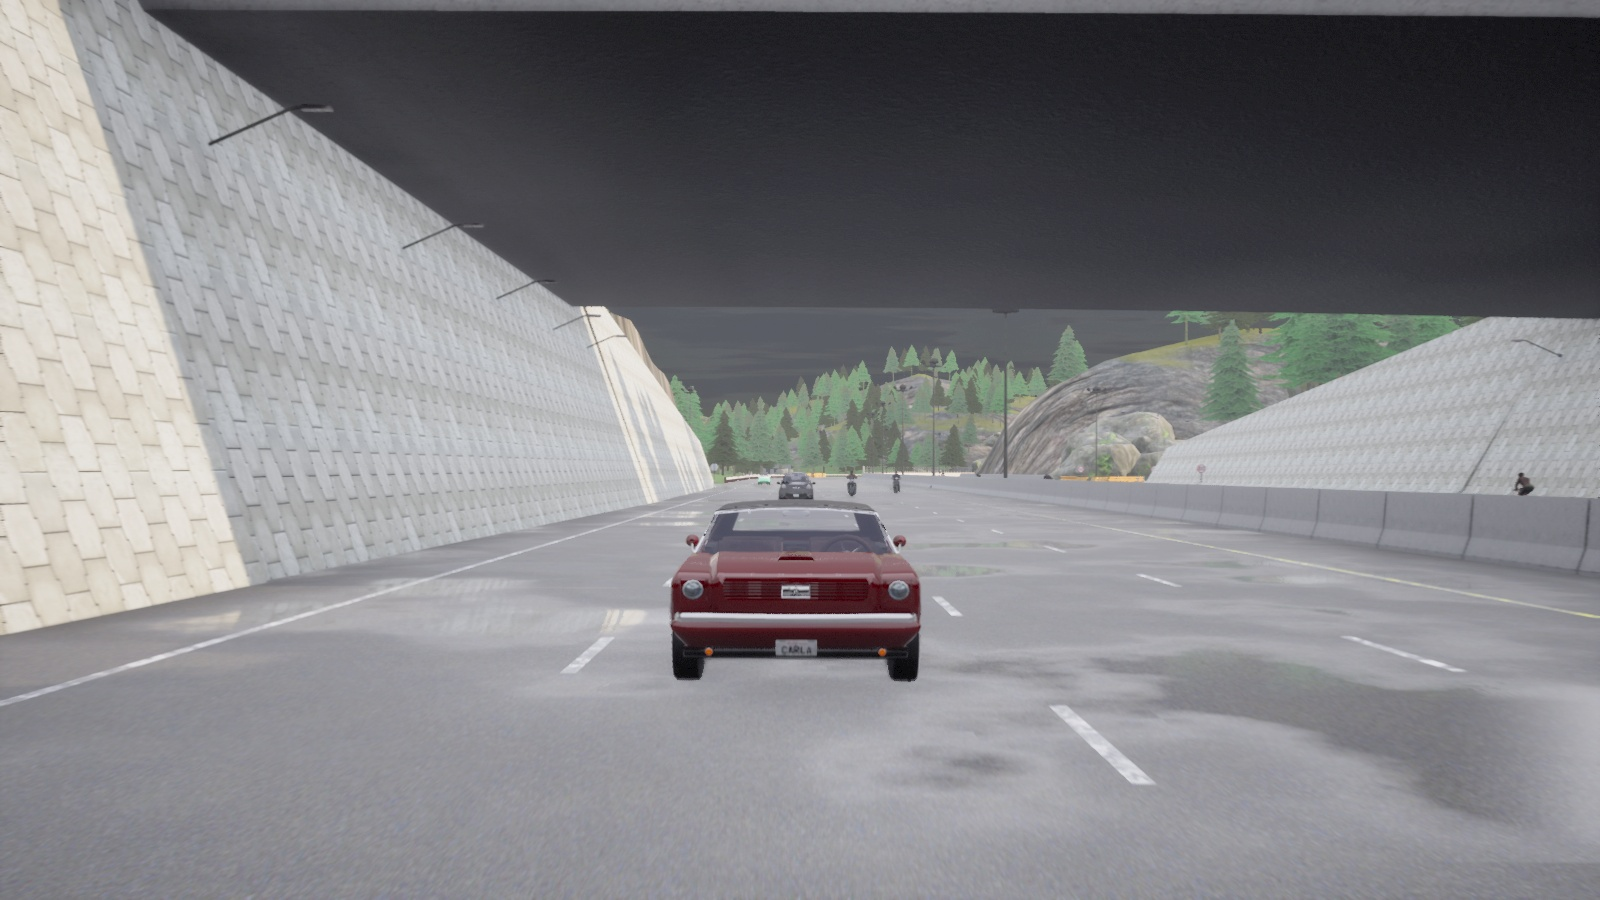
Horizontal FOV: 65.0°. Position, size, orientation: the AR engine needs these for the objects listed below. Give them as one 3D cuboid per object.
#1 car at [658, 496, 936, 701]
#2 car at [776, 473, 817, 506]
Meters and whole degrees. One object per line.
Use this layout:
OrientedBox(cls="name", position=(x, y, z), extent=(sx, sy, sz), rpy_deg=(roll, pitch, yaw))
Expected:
OrientedBox(cls="car", position=(-0.026, 1.098, 10.925), extent=(1.895, 1.301, 4.718), rpy_deg=(0, -1, 0))
OrientedBox(cls="car", position=(-0.166, 1.813, 58.750), extent=(1.845, 1.501, 3.633), rpy_deg=(0, -1, 0))
